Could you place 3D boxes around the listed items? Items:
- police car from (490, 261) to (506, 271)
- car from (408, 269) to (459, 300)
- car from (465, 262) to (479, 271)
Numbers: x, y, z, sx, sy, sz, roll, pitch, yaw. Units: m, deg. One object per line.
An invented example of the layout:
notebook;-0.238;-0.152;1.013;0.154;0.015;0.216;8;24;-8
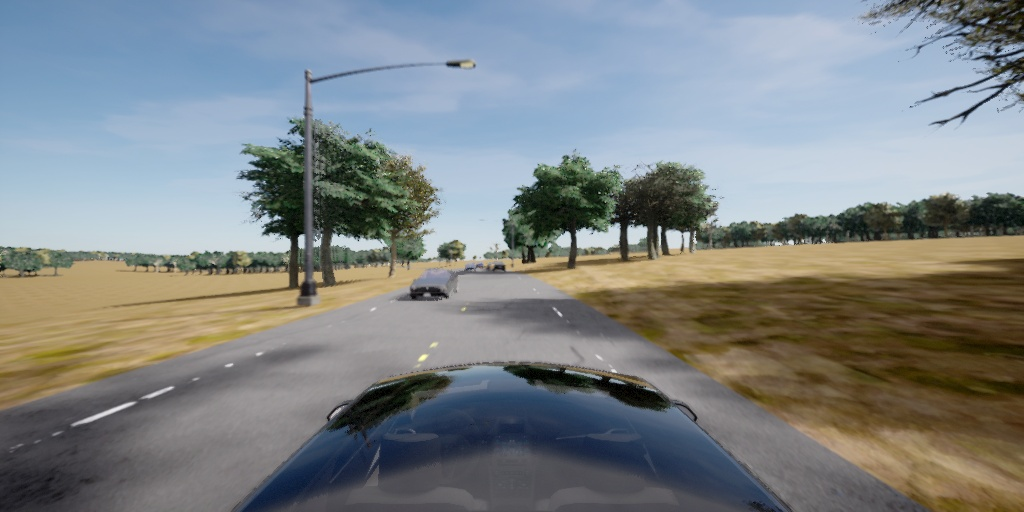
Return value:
police car;-2.130;1.630;58.530;1.930;1.638;5.238;0;-1;-7
car;-3.867;1.375;18.689;2.033;1.411;5.357;0;0;-2
car;-6.995;1.818;60.778;2.033;1.411;5.357;0;-1;-6
